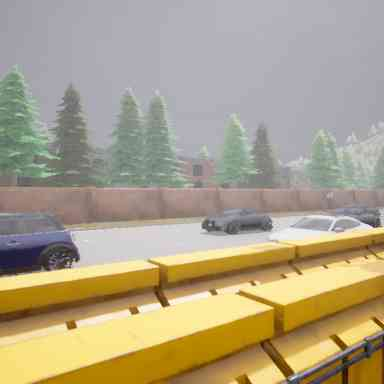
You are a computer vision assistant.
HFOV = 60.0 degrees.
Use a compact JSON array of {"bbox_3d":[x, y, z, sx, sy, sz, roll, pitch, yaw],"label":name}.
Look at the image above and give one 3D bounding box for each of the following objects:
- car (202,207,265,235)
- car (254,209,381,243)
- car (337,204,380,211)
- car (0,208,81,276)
[{"bbox_3d":[2.586,1.564,18.690,4.181,1.385,1.994,0,0,-35],"label":"car"},{"bbox_3d":[4.542,1.526,11.502,4.674,1.442,1.812,0,0,-35],"label":"car"},{"bbox_3d":[8.813,1.565,18.801,4.181,1.385,1.994,0,0,-35],"label":"car"},{"bbox_3d":[-5.419,1.352,8.709,4.553,1.767,2.097,0,0,-36],"label":"car"}]
